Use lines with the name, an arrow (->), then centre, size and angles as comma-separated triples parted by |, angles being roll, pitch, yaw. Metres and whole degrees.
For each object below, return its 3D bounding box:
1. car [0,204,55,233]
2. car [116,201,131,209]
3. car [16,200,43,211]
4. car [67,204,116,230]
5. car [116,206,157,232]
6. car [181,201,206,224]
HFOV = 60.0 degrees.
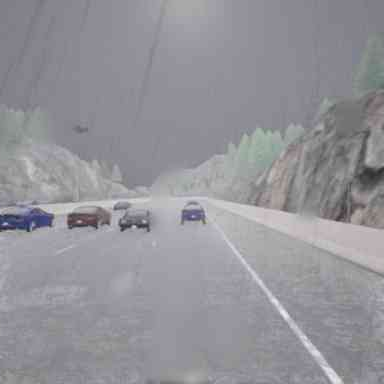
car -> -10.401, 1.670, 21.112 | 1.882, 1.535, 5.008 | 0, 0, 0
car -> -10.404, 2.021, 50.210 | 1.994, 1.385, 4.181 | 0, 0, 0
car -> -24.542, 1.983, 50.425 | 1.812, 1.442, 4.674 | 0, 0, 1
car -> -6.904, 1.686, 22.826 | 1.882, 1.535, 5.008 | 0, 0, 0
car -> -3.402, 1.800, 21.780 | 1.895, 1.301, 4.718 | 0, 0, 0
car -> 0.097, 1.729, 27.514 | 1.882, 1.535, 5.008 | 0, -1, 0
